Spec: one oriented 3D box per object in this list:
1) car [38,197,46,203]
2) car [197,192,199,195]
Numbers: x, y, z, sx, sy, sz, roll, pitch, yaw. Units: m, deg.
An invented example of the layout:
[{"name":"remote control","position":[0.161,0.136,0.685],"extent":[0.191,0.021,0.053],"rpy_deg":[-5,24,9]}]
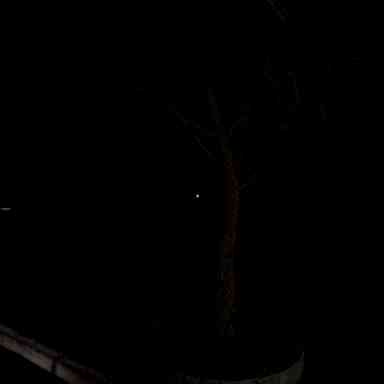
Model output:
[{"name":"car","position":[-19.694,1.264,41.274],"extent":[1.994,1.385,4.181],"rpy_deg":[1,0,32]},{"name":"car","position":[2.749,0.934,70.019],"extent":[2.150,2.045,5.566],"rpy_deg":[1,0,32]}]
